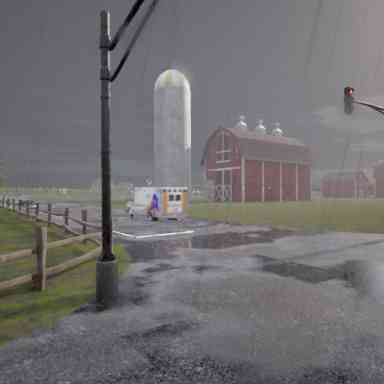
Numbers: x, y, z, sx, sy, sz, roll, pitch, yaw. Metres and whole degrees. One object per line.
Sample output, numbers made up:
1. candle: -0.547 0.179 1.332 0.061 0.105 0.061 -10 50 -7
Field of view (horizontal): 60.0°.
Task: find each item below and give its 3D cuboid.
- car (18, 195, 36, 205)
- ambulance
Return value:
1. car: -24.683 1.197 49.697 1.837 1.490 4.892 -1 1 -36
2. ambulance: -2.875 0.880 25.279 2.351 2.431 6.366 -1 1 -36
